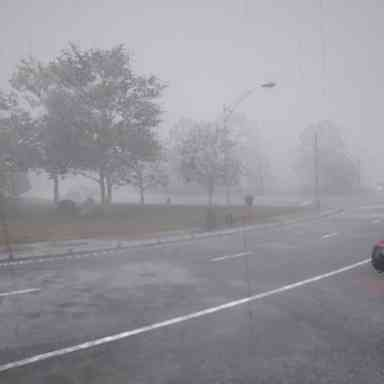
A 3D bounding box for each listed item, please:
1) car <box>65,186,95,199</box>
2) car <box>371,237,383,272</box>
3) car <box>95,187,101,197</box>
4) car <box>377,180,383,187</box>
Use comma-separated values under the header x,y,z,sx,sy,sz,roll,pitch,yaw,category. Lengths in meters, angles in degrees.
x,y,z,sx,sy,sz,roll,pitch,yaw,category
-19.457,0.223,56.790,4.553,1.767,2.097,2,4,30,car
6.878,1.507,9.521,4.181,1.385,1.994,-1,0,-40,car
-18.539,-0.112,60.299,5.566,2.045,2.150,1,4,30,car
41.861,-1.854,73.229,1.994,1.385,4.181,-2,2,27,car
